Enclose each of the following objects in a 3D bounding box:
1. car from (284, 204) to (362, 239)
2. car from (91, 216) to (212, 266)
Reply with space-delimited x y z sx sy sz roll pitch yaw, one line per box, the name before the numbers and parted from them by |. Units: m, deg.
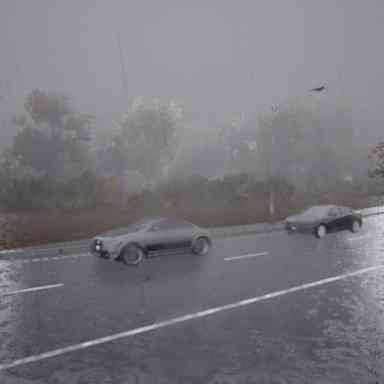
car | 6.991 1.440 17.561 5.008 1.535 1.882 -1 1 -35
car | -1.328 1.569 11.631 4.181 1.385 1.994 0 0 -35
